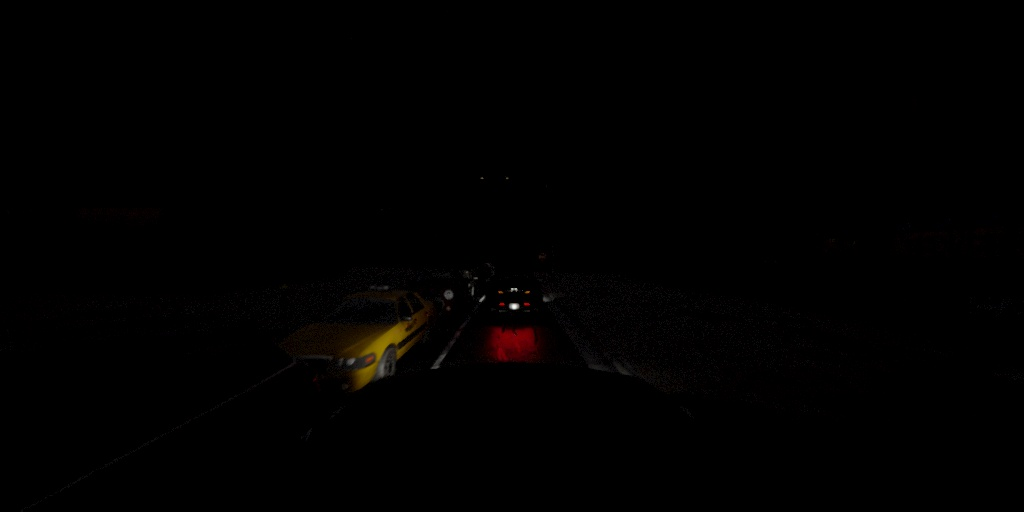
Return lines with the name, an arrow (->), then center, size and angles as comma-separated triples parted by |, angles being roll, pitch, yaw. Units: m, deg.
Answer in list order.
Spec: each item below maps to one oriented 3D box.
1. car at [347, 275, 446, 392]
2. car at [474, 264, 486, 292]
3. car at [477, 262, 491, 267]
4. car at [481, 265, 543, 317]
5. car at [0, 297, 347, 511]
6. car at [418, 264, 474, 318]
car -> -2.639, 1.263, 6.863 | 1.751, 1.417, 4.829 | 0, 0, 0
car -> -2.645, 1.279, 18.110 | 2.007, 1.370, 4.403 | 0, 0, 0
car -> -2.648, 1.296, 23.651 | 1.948, 1.339, 4.313 | 0, 0, 0
car -> 0.075, 1.235, 13.013 | 1.837, 1.490, 4.892 | 0, 0, 0
car -> -2.637, 1.191, 1.494 | 1.967, 1.591, 4.097 | 0, 0, 0
car -> -2.642, 1.170, 12.571 | 1.967, 1.591, 4.097 | 0, 0, 0
